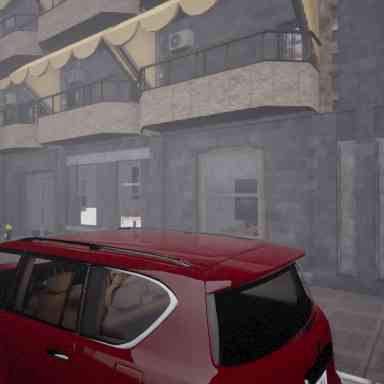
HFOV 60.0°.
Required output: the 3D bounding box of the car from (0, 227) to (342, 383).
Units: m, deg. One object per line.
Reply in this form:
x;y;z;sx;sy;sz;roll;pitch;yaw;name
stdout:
-1.113;1.315;3.530;5.009;1.841;2.192;0;0;36;car
